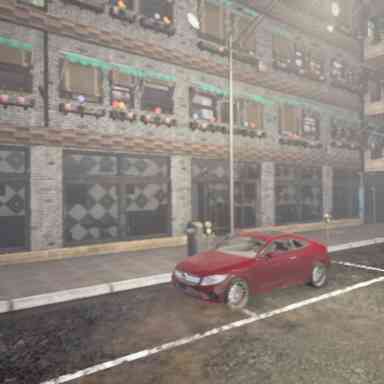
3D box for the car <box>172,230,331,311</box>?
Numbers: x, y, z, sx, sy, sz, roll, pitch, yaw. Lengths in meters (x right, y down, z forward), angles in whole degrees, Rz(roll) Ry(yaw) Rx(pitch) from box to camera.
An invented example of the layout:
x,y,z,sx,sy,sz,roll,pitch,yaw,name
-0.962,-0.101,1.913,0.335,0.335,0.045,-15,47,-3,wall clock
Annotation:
x,y,z,sx,sy,sz,roll,pitch,yaw,name
1.531,1.576,7.659,4.206,1.307,1.802,0,0,-36,car
